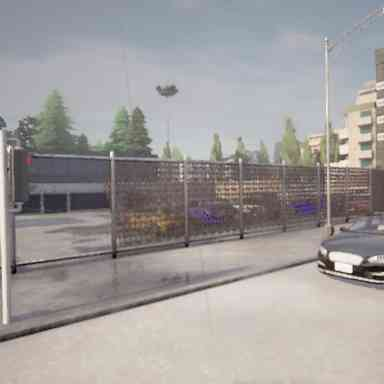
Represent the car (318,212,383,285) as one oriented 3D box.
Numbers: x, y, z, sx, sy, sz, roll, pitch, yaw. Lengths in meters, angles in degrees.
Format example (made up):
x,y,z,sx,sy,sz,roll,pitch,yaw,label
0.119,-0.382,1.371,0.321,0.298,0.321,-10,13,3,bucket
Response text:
x,y,z,sx,sy,sz,roll,pitch,yaw,label
5.170,1.290,8.545,4.902,1.511,2.128,-2,1,-37,car
